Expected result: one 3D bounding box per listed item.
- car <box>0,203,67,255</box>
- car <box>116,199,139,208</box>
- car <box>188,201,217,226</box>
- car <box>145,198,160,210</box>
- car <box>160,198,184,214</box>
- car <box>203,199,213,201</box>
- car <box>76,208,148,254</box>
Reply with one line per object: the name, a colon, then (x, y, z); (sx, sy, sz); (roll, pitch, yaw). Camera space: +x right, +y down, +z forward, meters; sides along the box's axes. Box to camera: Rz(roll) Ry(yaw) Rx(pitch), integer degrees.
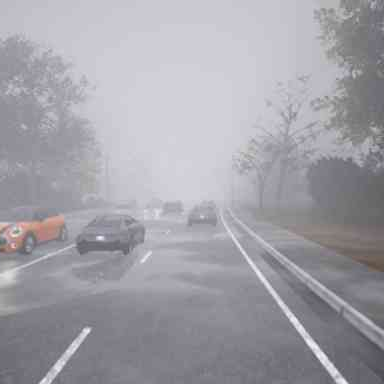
car: (-6.796, 1.368, 13.343); (2.097, 1.767, 4.553); (0, 0, 1)
car: (-8.553, 1.611, 44.591); (2.033, 1.411, 5.357); (0, 0, 5)
car: (0.757, 1.603, 23.770); (1.994, 1.385, 4.181); (0, 0, 3)
car: (-5.017, 1.570, 44.747); (1.837, 1.490, 4.892); (0, 0, 5)
car: (-1.945, 1.534, 36.732); (1.882, 1.535, 5.008); (0, 0, 4)
car: (2.029, 1.633, 42.660); (1.994, 1.385, 4.181); (0, 0, 5)
car: (-3.150, 1.583, 13.637); (1.994, 1.385, 4.181); (0, 0, 2)
